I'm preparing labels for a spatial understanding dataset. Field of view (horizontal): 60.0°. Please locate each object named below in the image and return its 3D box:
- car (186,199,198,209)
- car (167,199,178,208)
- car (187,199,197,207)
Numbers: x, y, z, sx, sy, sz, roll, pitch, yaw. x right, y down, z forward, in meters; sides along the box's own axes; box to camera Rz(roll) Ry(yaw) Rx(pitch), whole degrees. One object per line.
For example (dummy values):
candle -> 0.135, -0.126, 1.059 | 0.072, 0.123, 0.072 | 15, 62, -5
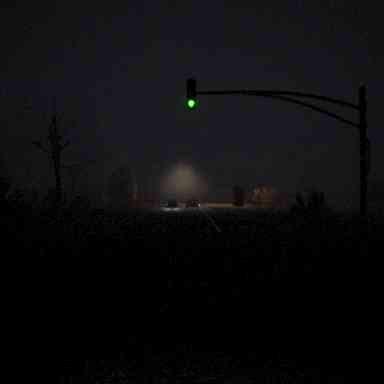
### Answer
car -> -0.011, 1.926, 56.353 | 2.097, 1.767, 4.553 | 0, -1, 0
car -> -3.513, 2.125, 60.551 | 1.837, 1.490, 4.892 | 0, -1, 0
car -> -0.013, 2.191, 66.385 | 1.837, 1.490, 4.892 | 0, -1, 0
